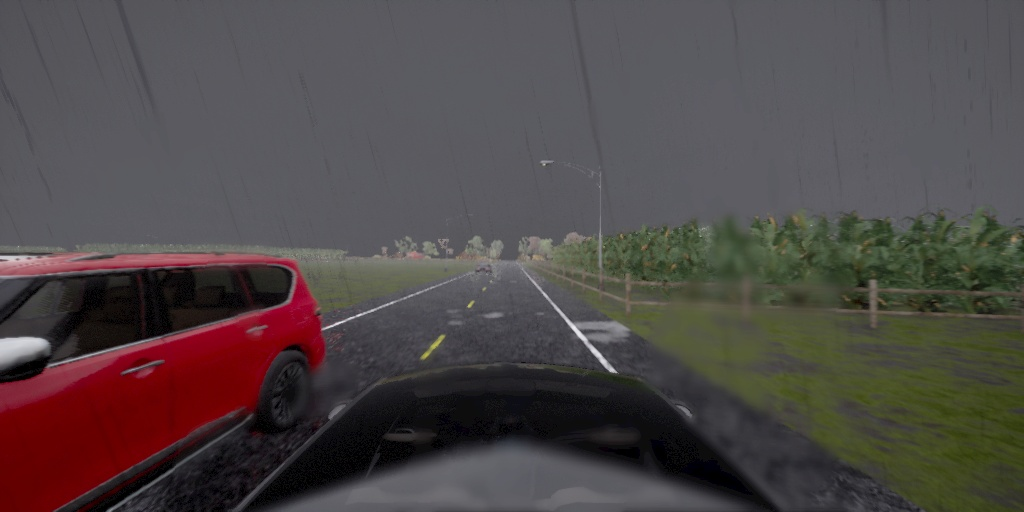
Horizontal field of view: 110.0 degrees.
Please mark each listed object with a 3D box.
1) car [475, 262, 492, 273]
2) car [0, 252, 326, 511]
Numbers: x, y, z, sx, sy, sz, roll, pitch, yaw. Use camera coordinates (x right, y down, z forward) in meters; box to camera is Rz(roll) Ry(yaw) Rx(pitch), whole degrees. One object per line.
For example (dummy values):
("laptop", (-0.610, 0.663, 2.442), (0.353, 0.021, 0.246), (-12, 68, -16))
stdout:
("car", (-3.571, 1.488, 45.534), (1.994, 1.385, 4.181), (0, 0, 0))
("car", (-3.600, 0.975, 2.601), (2.150, 2.045, 5.566), (0, 0, 0))
